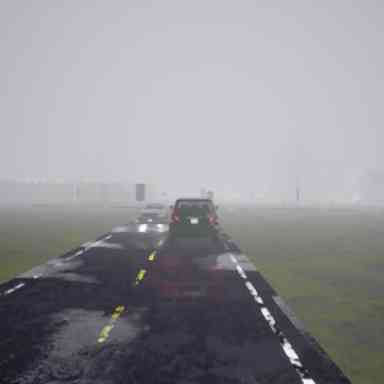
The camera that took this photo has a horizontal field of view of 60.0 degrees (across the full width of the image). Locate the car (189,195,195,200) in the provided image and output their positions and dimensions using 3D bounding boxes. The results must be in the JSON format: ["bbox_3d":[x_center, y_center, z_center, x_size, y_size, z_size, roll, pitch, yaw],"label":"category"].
[{"bbox_3d":[0.001,1.518,90.542,1.812,1.442,4.674,0,0,0],"label":"car"}]

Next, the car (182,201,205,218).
[{"bbox_3d":[0.099,1.544,30.746,1.994,1.385,4.181,0,0,0],"label":"car"}]

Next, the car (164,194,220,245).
[{"bbox_3d":[0.097,1.211,15.656,2.150,2.045,5.566,0,0,0],"label":"car"}]

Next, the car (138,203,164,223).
[{"bbox_3d":[-2.827,1.530,25.368,2.033,1.411,5.357,0,0,0],"label":"car"}]

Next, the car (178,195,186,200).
[{"bbox_3d":[-2.751,1.623,91.725,1.895,1.301,4.718,0,0,0],"label":"car"}]
